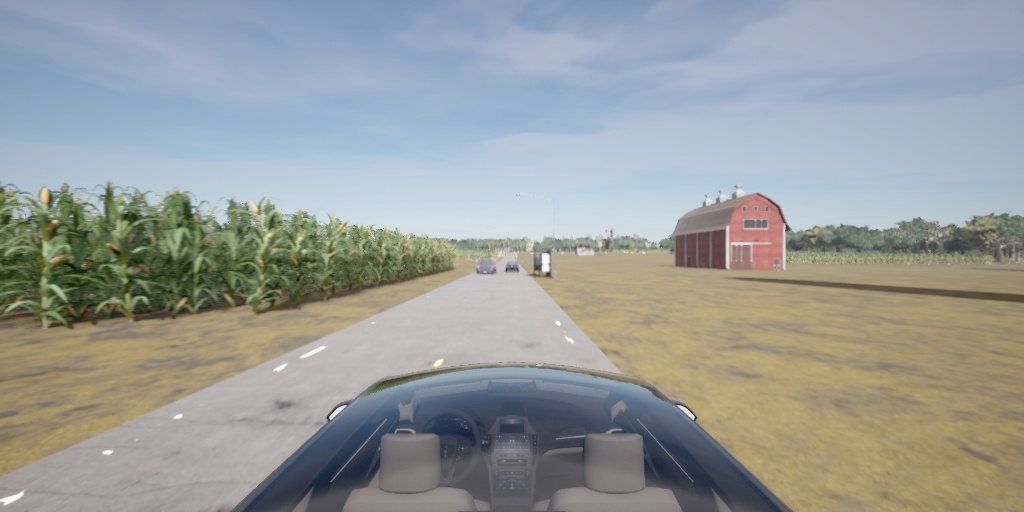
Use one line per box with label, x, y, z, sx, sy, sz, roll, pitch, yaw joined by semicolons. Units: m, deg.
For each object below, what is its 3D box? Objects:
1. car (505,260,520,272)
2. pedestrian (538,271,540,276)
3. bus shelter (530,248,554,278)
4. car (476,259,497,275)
car;0.017;1.340;47.294;2.033;1.411;5.357;0;0;0
pedestrian;2.823;1.089;37.539;0.375;1.860;0.375;0;0;0
bus shelter;3.123;0.652;35.778;1.920;2.740;3.880;0;0;0
car;-2.841;1.134;40.370;2.097;1.767;4.553;0;0;0
